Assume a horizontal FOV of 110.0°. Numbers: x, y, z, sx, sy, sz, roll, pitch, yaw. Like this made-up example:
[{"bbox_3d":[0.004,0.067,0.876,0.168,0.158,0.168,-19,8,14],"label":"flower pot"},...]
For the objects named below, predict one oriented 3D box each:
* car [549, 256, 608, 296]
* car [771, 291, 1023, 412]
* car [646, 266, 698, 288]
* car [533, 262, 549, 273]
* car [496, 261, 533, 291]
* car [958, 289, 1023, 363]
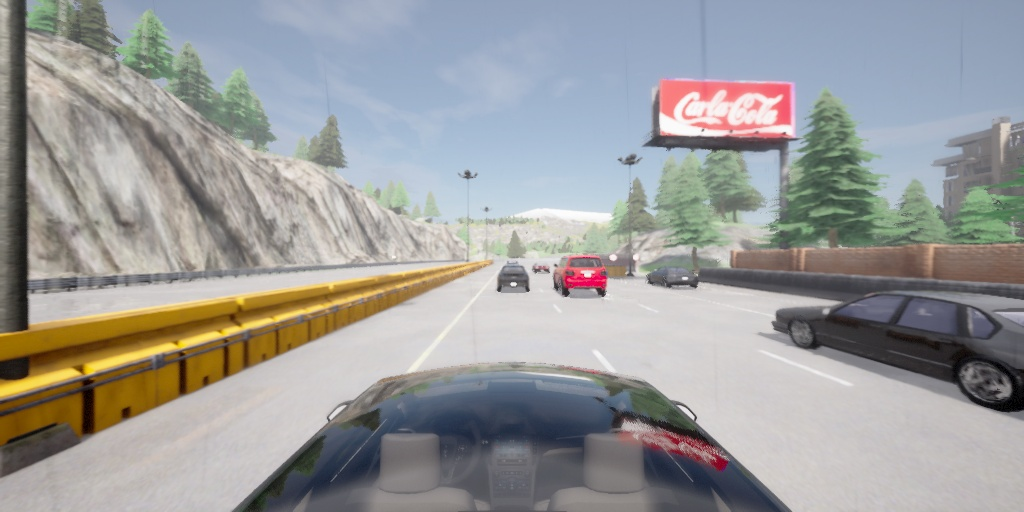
[{"bbox_3d":[3.583,0.993,19.669,2.150,2.045,5.566,0,0,0],"label":"car"},{"bbox_3d":[7.098,1.304,6.033,2.033,1.411,5.357,0,0,0],"label":"car"},{"bbox_3d":[10.575,1.341,23.939,1.994,1.385,4.181,0,0,0],"label":"car"},{"bbox_3d":[3.536,1.399,44.471,1.895,1.301,4.718,0,0,0],"label":"car"},{"bbox_3d":[0.079,1.279,22.130,1.837,1.490,4.892,0,0,0],"label":"car"},{"bbox_3d":[10.600,1.357,5.402,1.895,1.301,4.718,0,0,0],"label":"car"}]
